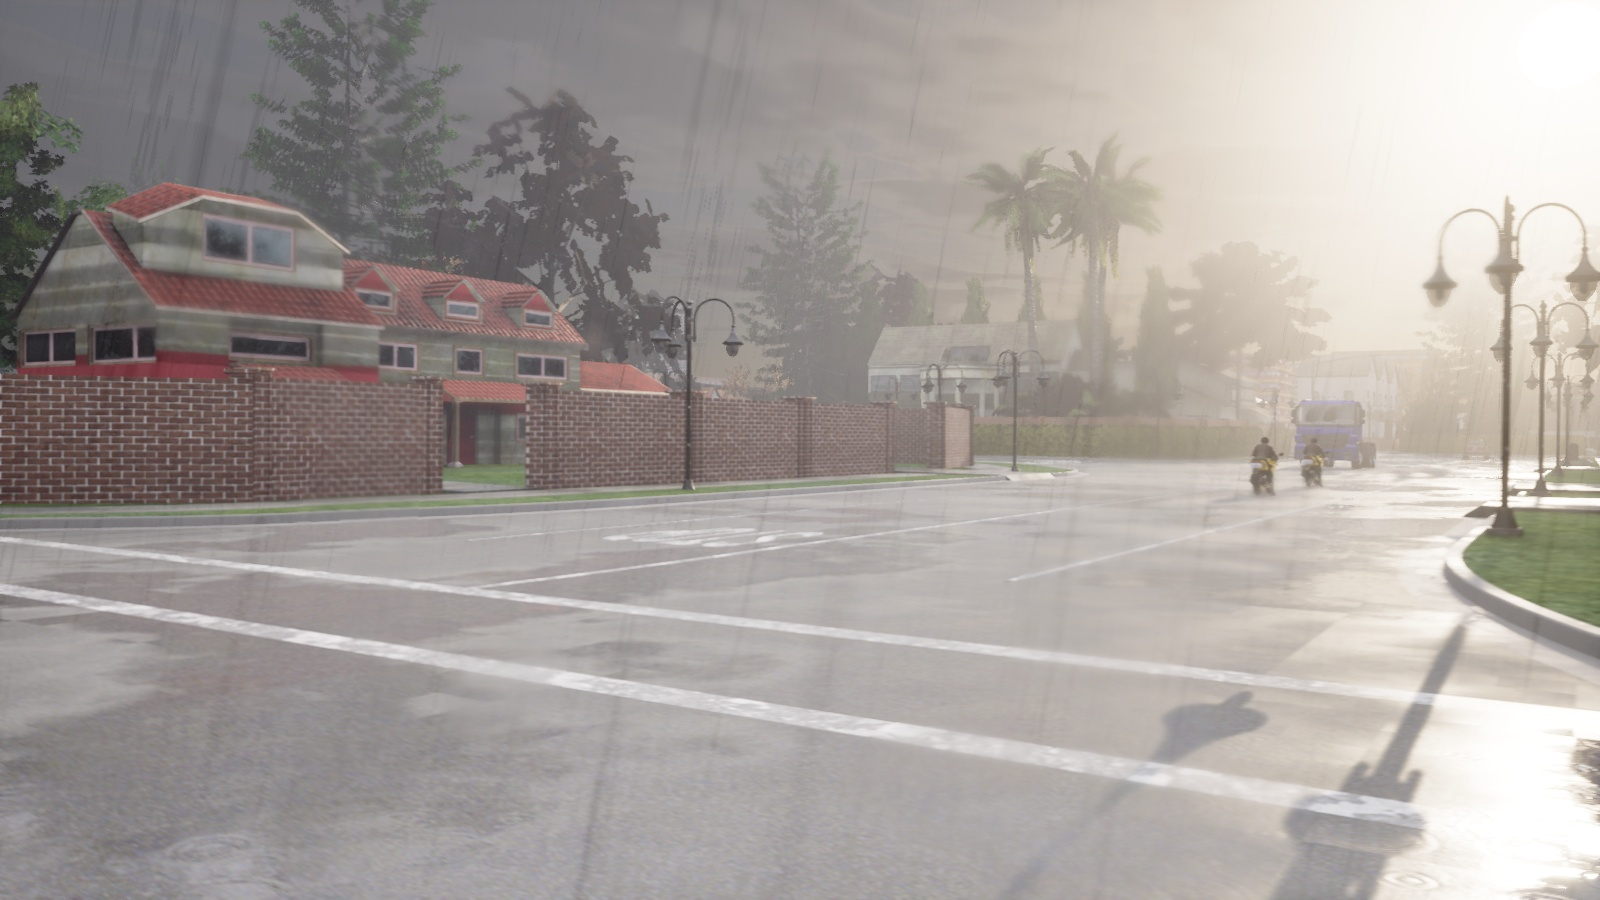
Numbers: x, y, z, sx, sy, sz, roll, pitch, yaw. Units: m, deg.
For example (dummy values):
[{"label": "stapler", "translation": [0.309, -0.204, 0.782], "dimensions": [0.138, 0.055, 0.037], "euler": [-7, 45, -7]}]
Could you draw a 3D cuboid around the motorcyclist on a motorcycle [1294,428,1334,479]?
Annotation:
[{"label": "motorcyclist on a motorcycle", "translation": [15.960, 0.088, 38.973], "dimensions": [0.797, 1.523, 2.044], "euler": [0, 1, 32]}]

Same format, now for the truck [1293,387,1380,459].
[{"label": "truck", "translation": [27.423, -1.316, 63.990], "dimensions": [2.891, 3.462, 7.936], "euler": [0, 0, 32]}]

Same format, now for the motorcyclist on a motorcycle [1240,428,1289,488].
[{"label": "motorcyclist on a motorcycle", "translation": [12.202, 0.197, 32.942], "dimensions": [0.797, 1.523, 2.044], "euler": [0, 1, 32]}]
